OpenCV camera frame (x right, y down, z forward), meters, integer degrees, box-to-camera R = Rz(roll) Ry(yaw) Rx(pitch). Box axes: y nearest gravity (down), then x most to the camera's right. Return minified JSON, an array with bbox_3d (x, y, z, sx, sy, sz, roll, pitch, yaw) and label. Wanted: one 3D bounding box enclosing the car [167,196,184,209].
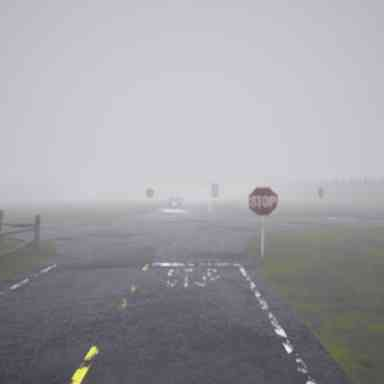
[{"bbox_3d":[-1.968,1.252,41.067,2.128,1.511,4.902,0,1,2],"label":"car"}]
